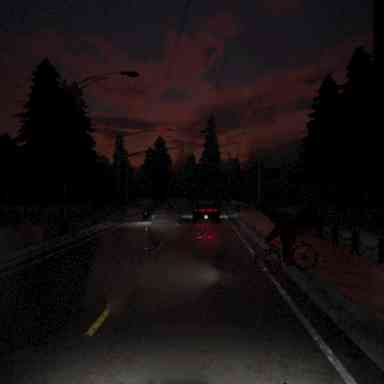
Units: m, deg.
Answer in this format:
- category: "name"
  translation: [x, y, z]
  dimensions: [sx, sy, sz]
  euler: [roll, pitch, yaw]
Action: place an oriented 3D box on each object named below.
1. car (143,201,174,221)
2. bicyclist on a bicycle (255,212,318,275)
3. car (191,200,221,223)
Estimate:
- category: "car"
  translation: [-2.507, 1.387, 25.926]
  dimensions: [2.033, 1.411, 5.357]
  euler: [0, 0, 2]
- category: "bicyclist on a bicycle"
  translation: [2.396, 1.315, 8.713]
  dimensions: [1.656, 1.620, 0.582]
  euler: [-9, 0, 2]
- category: "car"
  translation: [1.016, 1.346, 23.989]
  dimensions: [1.837, 1.490, 4.892]
  euler: [0, 0, 2]
